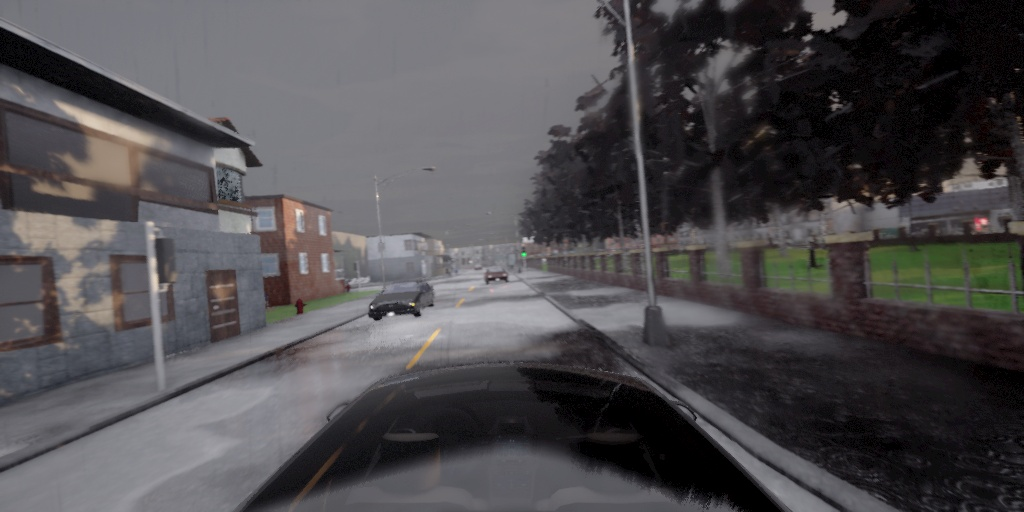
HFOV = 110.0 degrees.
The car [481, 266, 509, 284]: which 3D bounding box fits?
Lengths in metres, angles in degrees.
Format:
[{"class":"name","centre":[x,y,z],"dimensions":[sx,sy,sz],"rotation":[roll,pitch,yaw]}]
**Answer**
[{"class":"car","centre":[-1.465,1.682,31.679],"dimensions":[1.895,1.301,4.718],"rotation":[-5,0,-7]}]

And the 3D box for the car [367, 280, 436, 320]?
[{"class":"car","centre":[-4.595,1.784,15.815],"dimensions":[2.033,1.411,5.357],"rotation":[-5,0,-3]}]
